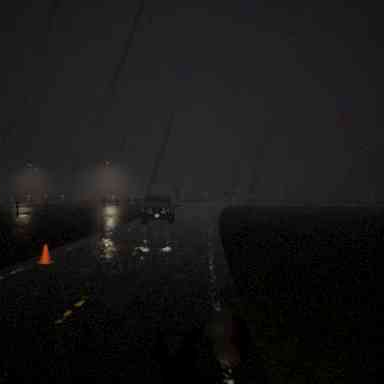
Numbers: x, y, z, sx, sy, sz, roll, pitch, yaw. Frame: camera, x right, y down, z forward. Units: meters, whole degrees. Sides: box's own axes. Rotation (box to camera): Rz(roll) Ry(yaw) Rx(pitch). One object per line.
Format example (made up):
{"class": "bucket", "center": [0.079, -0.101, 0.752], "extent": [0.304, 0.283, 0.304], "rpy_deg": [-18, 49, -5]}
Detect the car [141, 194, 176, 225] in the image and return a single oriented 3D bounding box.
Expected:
{"class": "car", "center": [-2.418, 1.201, 24.410], "extent": [2.150, 2.045, 5.566], "rpy_deg": [0, 0, -3]}

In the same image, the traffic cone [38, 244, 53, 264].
{"class": "traffic cone", "center": [-4.621, 1.941, 10.513], "extent": [0.340, 0.580, 0.340], "rpy_deg": [0, 0, 2]}
